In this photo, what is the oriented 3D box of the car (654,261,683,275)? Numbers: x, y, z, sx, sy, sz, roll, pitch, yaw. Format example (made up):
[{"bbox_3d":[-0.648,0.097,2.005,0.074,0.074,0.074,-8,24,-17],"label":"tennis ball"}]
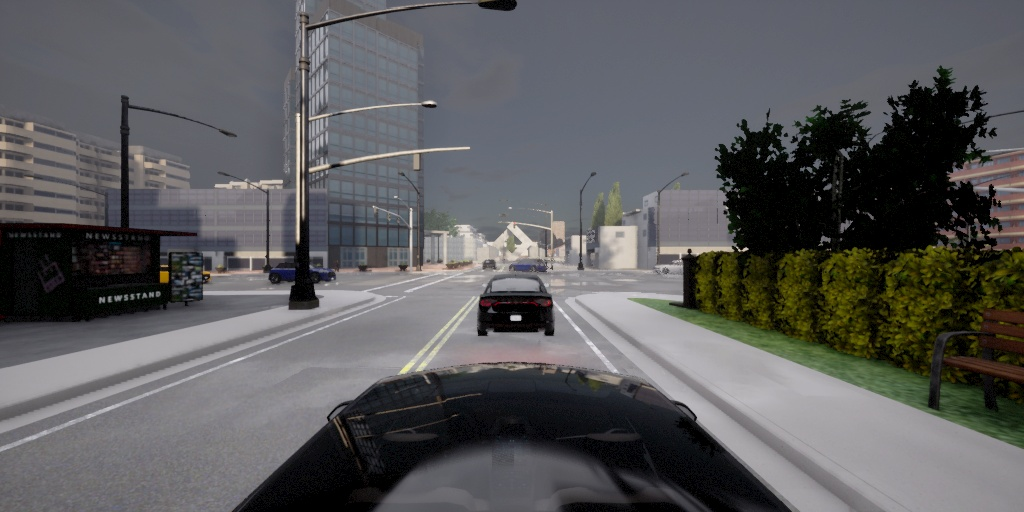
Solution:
[{"bbox_3d":[17.843,1.240,38.871,4.674,1.442,1.812,0,0,0],"label":"car"}]

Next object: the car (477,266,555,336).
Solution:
[{"bbox_3d":[0.110,1.228,10.434,1.882,1.535,5.008,0,0,1],"label":"car"}]

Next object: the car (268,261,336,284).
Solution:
[{"bbox_3d":[-16.286,1.209,28.038,4.553,1.767,2.097,-1,0,0],"label":"car"}]

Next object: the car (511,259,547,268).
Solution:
[{"bbox_3d":[1.834,1.110,42.186,4.553,1.767,2.097,0,0,41],"label":"car"}]

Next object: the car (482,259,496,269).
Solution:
[{"bbox_3d":[-3.380,1.227,54.216,1.882,1.535,5.008,0,0,0],"label":"car"}]

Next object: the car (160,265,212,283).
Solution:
[{"bbox_3d":[-26.398,1.454,28.001,5.008,1.535,1.882,-1,0,0],"label":"car"}]

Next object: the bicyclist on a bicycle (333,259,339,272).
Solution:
[{"bbox_3d":[-21.822,1.216,44.493,0.582,1.620,1.656,-1,0,0],"label":"bicyclist on a bicycle"}]
